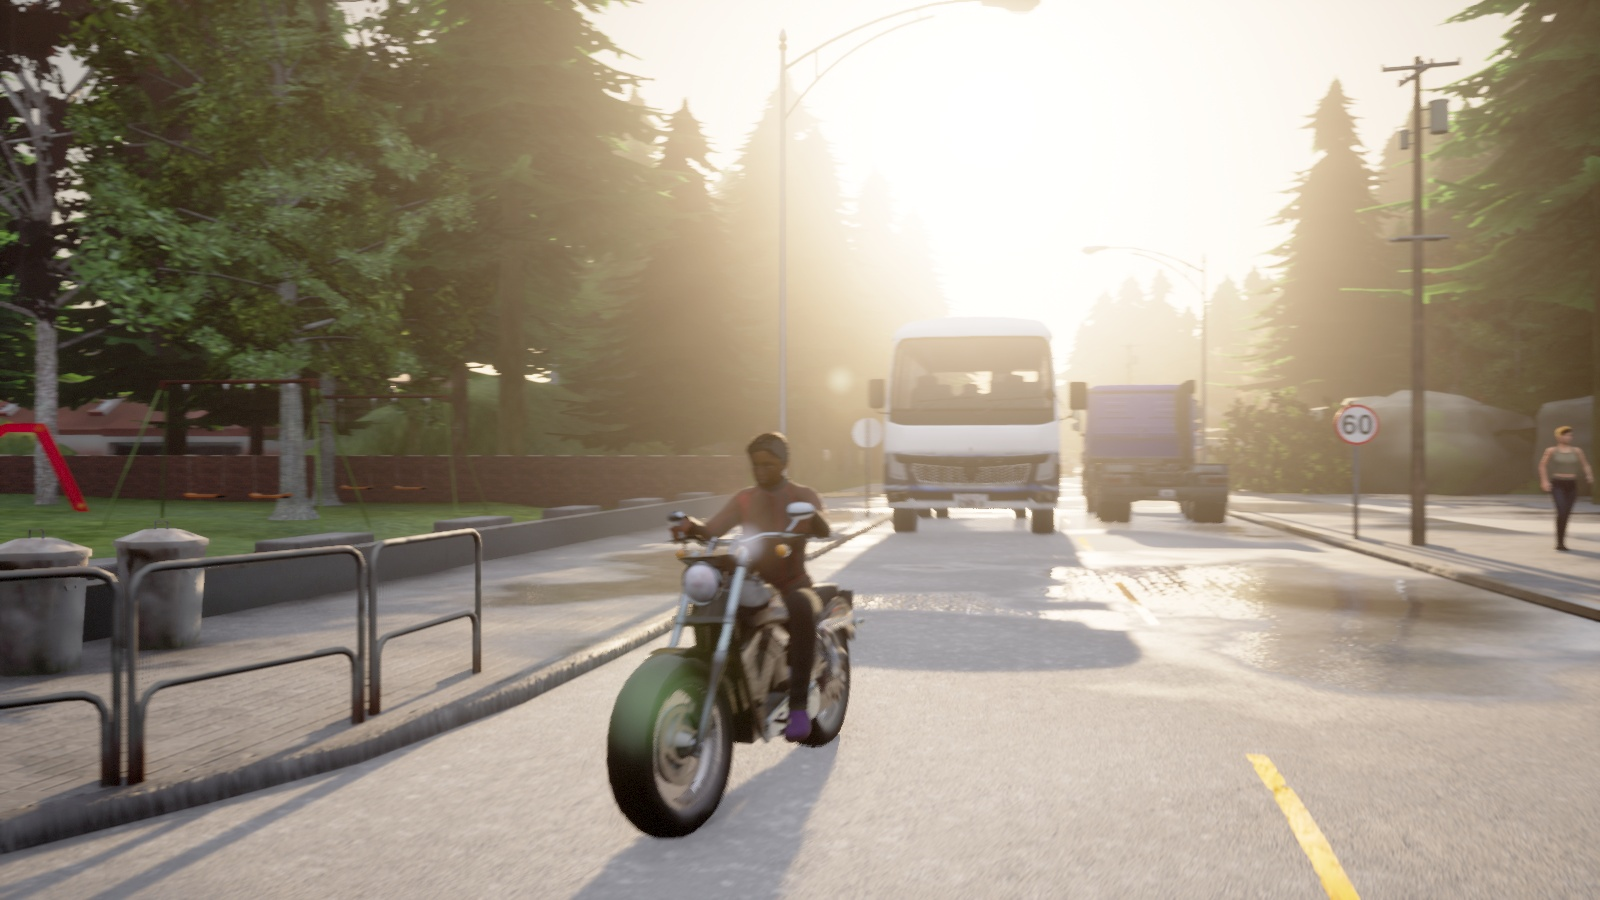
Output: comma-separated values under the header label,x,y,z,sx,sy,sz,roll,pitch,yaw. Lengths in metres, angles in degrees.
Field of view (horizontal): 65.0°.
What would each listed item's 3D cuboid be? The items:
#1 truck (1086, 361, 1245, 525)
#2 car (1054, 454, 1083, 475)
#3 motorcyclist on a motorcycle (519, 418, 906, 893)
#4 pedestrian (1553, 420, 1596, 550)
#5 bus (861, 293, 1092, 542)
label,x,y,z,sx,sy,sz,roll,pitch,yaw
truck,8.705,-0.127,30.796,2.891,3.462,7.936,0,0,10
car,19.660,1.065,92.101,1.970,1.475,3.806,0,0,10
motorcyclist on a motorcycle,-0.246,0.723,5.607,0.766,1.649,2.350,-1,0,21
pedestrian,11.162,0.496,18.105,0.345,1.836,0.594,0,0,14
bus,3.941,-0.522,26.864,3.944,4.253,10.273,0,0,10
